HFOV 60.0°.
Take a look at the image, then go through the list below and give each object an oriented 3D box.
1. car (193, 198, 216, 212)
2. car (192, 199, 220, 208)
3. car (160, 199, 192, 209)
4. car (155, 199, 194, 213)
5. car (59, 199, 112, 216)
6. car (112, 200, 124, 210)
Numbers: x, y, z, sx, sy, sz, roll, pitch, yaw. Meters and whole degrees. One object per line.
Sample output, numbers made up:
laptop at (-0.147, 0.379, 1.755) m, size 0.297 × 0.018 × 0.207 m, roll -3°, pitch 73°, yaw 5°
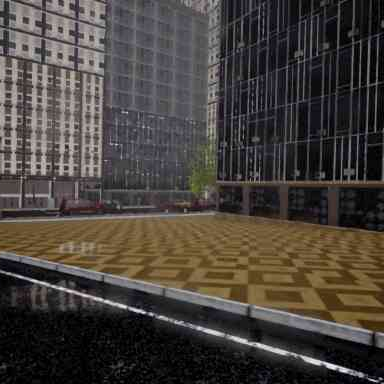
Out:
car at (2.170, 1.782, 45.896) m, size 5.009 × 1.841 × 2.192 m, roll 1°, pitch 1°, yaw -34°
car at (2.393, 1.873, 55.605) m, size 4.313 × 1.339 × 1.947 m, roll 1°, pitch 1°, yaw -34°
car at (-2.424, 1.785, 52.305) m, size 4.829 × 1.417 × 1.752 m, roll 1°, pitch 1°, yaw -34°
car at (-2.512, 1.966, 42.697) m, size 4.507 × 1.381 × 1.887 m, roll 1°, pitch 1°, yaw -34°
car at (-11.861, 1.645, 36.288) m, size 5.009 × 1.841 × 2.192 m, roll 1°, pitch 1°, yaw -34°
car at (-11.639, 1.721, 45.996) m, size 4.403 × 1.369 × 2.008 m, roll 1°, pitch 1°, yaw -34°
